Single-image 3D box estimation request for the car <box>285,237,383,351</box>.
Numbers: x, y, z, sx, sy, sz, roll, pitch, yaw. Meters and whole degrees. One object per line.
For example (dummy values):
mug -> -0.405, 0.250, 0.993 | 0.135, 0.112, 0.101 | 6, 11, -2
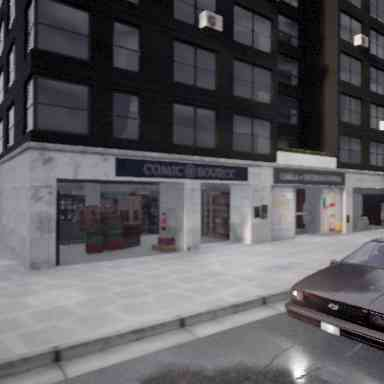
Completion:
car -> 4.161, 1.601, 6.339 | 5.357, 1.411, 2.033 | 1, 0, -35
